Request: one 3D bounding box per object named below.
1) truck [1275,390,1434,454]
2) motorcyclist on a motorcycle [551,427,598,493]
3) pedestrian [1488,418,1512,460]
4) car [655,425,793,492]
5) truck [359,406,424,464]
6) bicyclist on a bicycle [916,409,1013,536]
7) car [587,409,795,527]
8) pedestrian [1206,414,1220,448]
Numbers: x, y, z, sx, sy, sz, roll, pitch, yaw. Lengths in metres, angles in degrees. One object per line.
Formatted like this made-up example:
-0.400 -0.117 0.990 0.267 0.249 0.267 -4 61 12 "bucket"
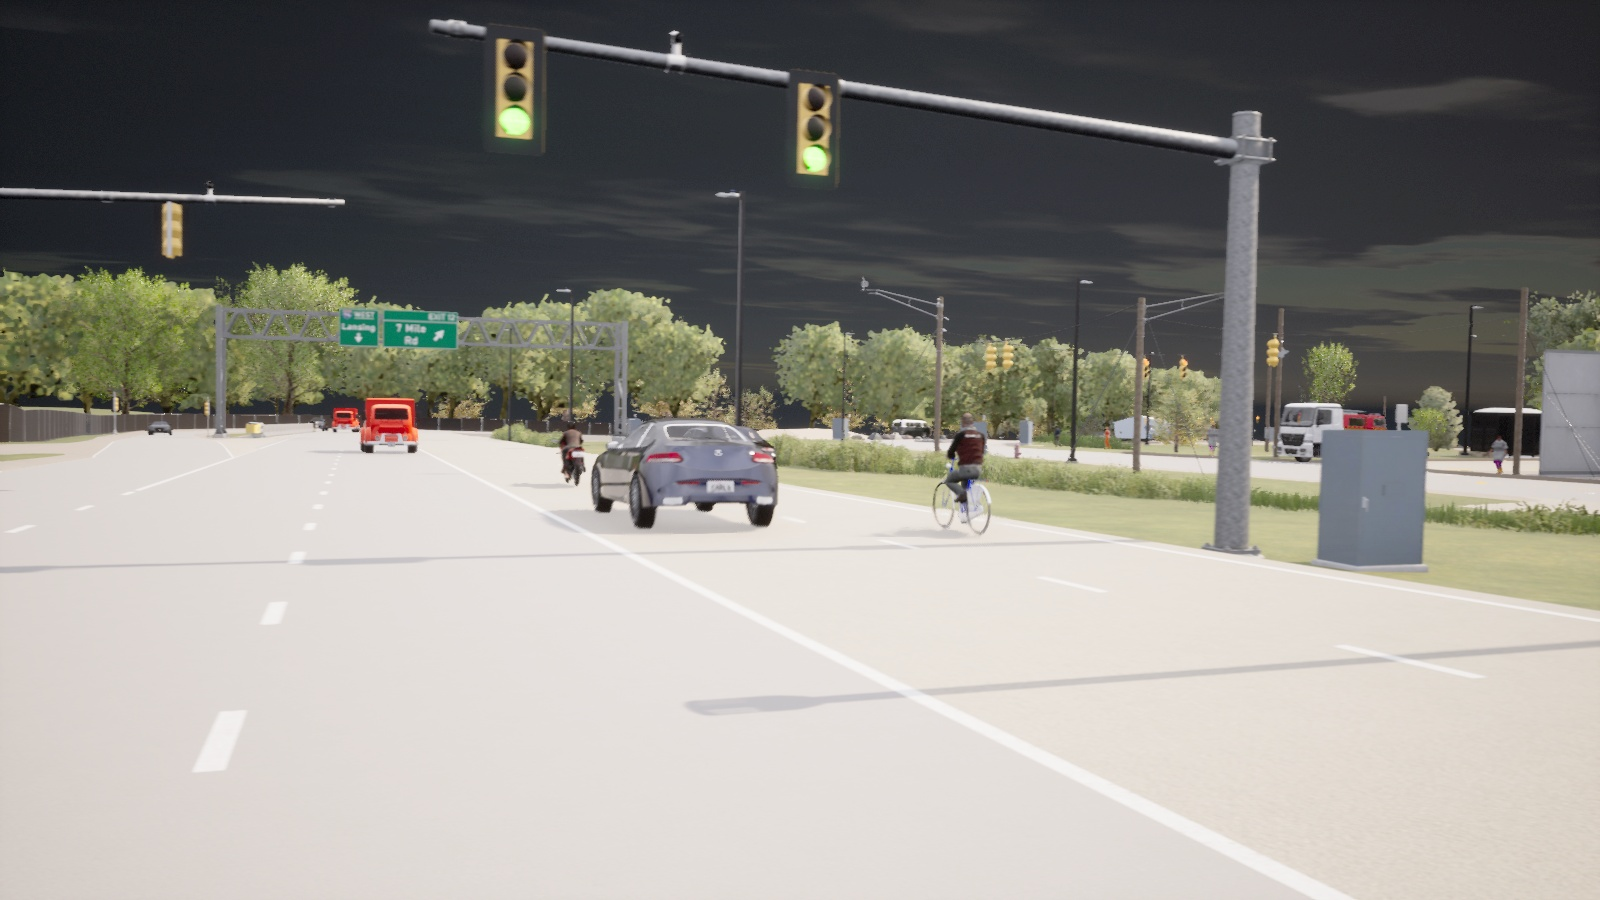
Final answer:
30.990 -1.579 70.300 7.936 3.462 2.891 0 2 -14 "truck"
-5.484 0.217 30.442 0.797 1.523 2.044 -1 1 -19 "motorcyclist on a motorcycle"
33.218 -0.542 59.606 0.873 1.952 0.659 -2 3 -39 "pedestrian"
-1.989 0.147 31.053 2.128 1.511 4.902 -1 1 -19 "car"
-18.603 -0.704 57.034 2.627 2.467 5.204 -1 1 -19 "truck"
2.412 0.289 18.600 0.659 1.776 1.843 -1 2 -19 "bicyclist on a bicycle"
-1.928 0.198 20.372 2.152 1.651 5.027 -1 1 -19 "car"
24.532 -1.141 74.668 0.659 1.952 0.873 1 3 25 "pedestrian"
